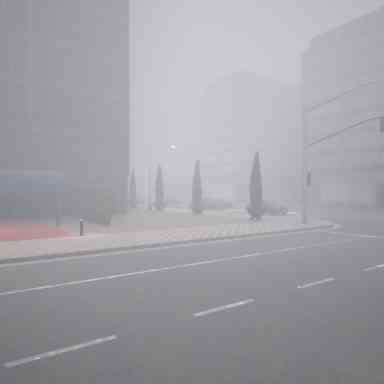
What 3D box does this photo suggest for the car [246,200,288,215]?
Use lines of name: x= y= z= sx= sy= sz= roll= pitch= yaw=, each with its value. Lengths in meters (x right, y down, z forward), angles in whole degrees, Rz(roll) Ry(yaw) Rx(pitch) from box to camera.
car: x=7.469 y=1.526 z=33.525 sx=1.812 sy=1.442 sz=4.674 roll=0 pitch=0 yaw=-38

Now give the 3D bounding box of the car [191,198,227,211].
car: x=1.786 y=1.505 z=41.667 sx=1.837 sy=1.490 sz=4.892 roll=0 pitch=0 yaw=-35

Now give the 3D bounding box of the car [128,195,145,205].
car: x=-10.080 y=1.351 z=58.766 sx=2.097 sy=1.767 sz=4.553 roll=0 pitch=0 yaw=-34

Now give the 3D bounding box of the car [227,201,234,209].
car: x=3.737 y=1.563 z=44.988 sx=1.994 sy=1.385 sz=4.181 roll=0 pitch=0 yaw=-35

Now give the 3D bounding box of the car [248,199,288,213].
car: x=8.614 y=1.564 z=37.999 sx=1.994 sy=1.385 sz=4.181 roll=0 pitch=0 yaw=-35

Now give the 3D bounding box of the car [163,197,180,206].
car: x=-3.673 y=1.562 z=55.634 sx=1.994 sy=1.385 sz=4.181 roll=0 pitch=0 yaw=-35
